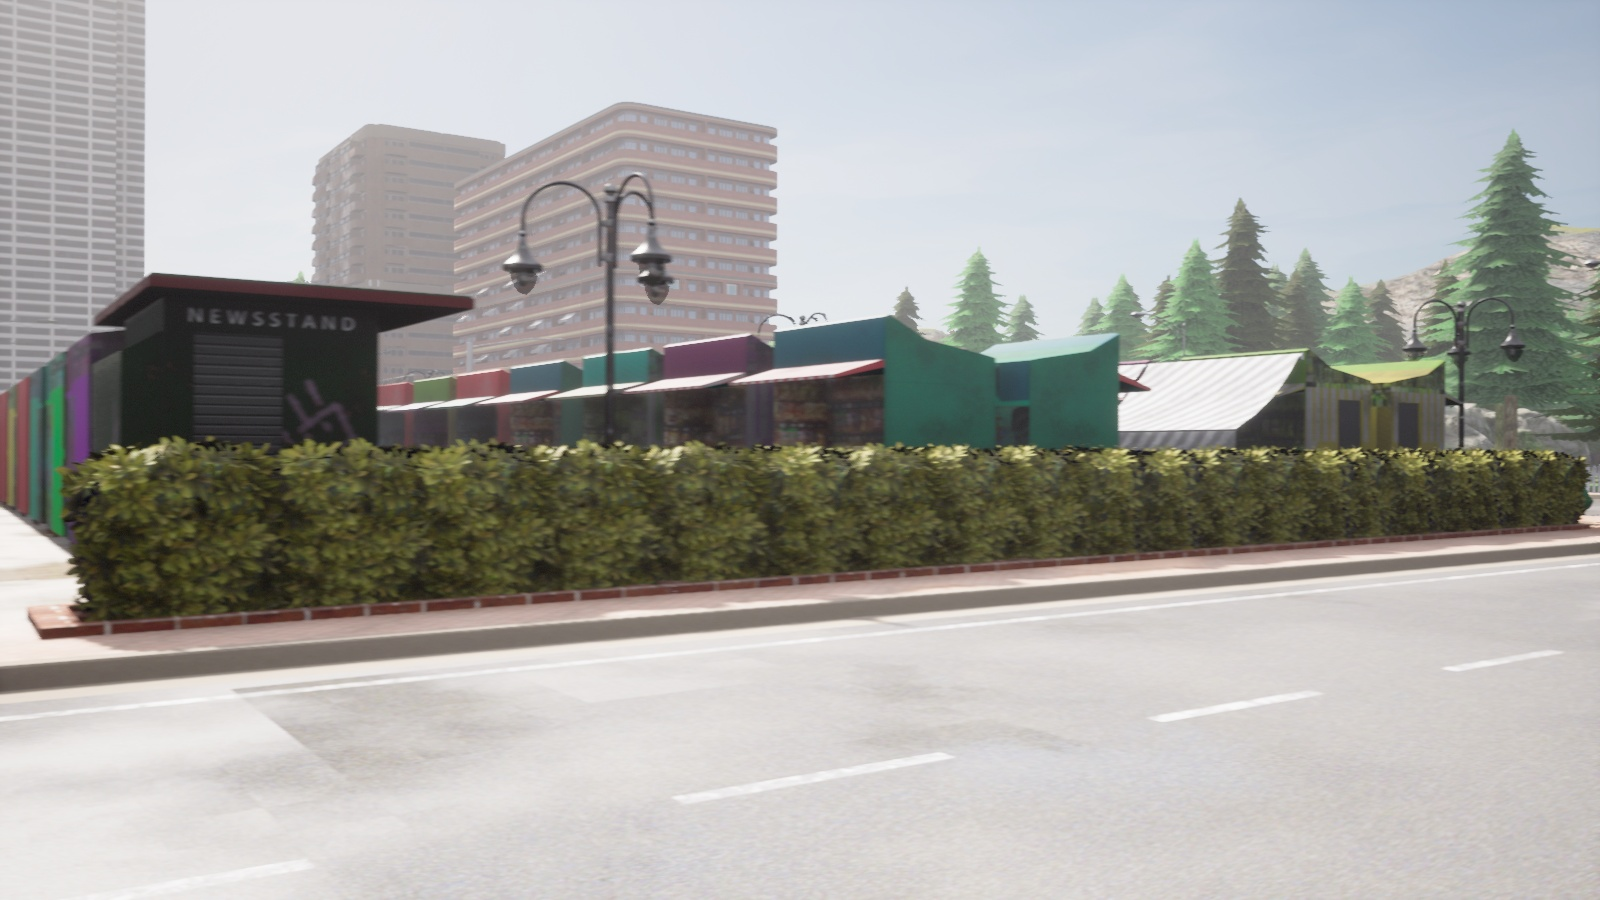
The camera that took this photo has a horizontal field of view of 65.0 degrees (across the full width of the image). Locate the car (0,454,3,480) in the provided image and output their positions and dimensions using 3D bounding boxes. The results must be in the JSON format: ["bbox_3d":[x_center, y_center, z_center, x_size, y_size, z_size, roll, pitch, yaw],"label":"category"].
[{"bbox_3d":[-46.333,0.946,69.029,4.193,1.474,1.816,0,0,-35],"label":"car"}]

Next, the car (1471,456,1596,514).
[{"bbox_3d":[18.030,0.833,30.916,1.481,1.376,2.207,0,0,-33],"label":"car"}]

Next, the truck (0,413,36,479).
[{"bbox_3d":[-48.656,-0.222,71.676,8.468,3.827,2.891,0,0,-35],"label":"truck"}]
